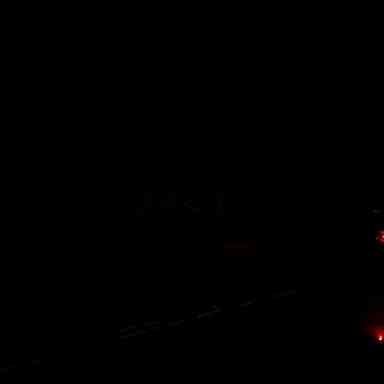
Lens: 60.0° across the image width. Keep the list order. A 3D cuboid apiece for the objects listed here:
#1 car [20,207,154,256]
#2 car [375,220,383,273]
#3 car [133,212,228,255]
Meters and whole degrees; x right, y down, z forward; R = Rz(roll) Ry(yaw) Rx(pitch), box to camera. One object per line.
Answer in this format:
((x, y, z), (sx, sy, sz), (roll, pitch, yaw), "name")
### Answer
((-4.249, 1.487, 13.862), (4.902, 1.511, 2.128), (0, 0, -36), "car")
((7.028, 1.216, 8.766), (5.566, 2.045, 2.150), (0, 0, -36), "car")
((-0.896, 1.501, 11.956), (4.892, 1.490, 1.837), (0, 0, -36), "car")
